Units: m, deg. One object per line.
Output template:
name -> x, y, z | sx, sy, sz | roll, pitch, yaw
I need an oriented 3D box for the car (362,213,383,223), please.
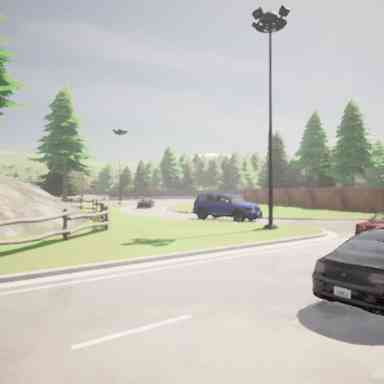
car -> 9.302, 1.533, 14.681 | 4.718, 1.301, 1.895 | 0, 0, -35

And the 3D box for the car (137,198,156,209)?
car -> -6.061, 1.513, 44.411 | 1.895, 1.301, 4.718 | 0, 0, 1

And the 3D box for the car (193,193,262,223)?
car -> 2.598, 1.140, 25.531 | 5.566, 2.045, 2.150 | 2, 1, 39

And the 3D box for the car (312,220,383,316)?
car -> 4.391, 1.494, 6.887 | 4.674, 1.442, 1.812 | -1, 0, -35
